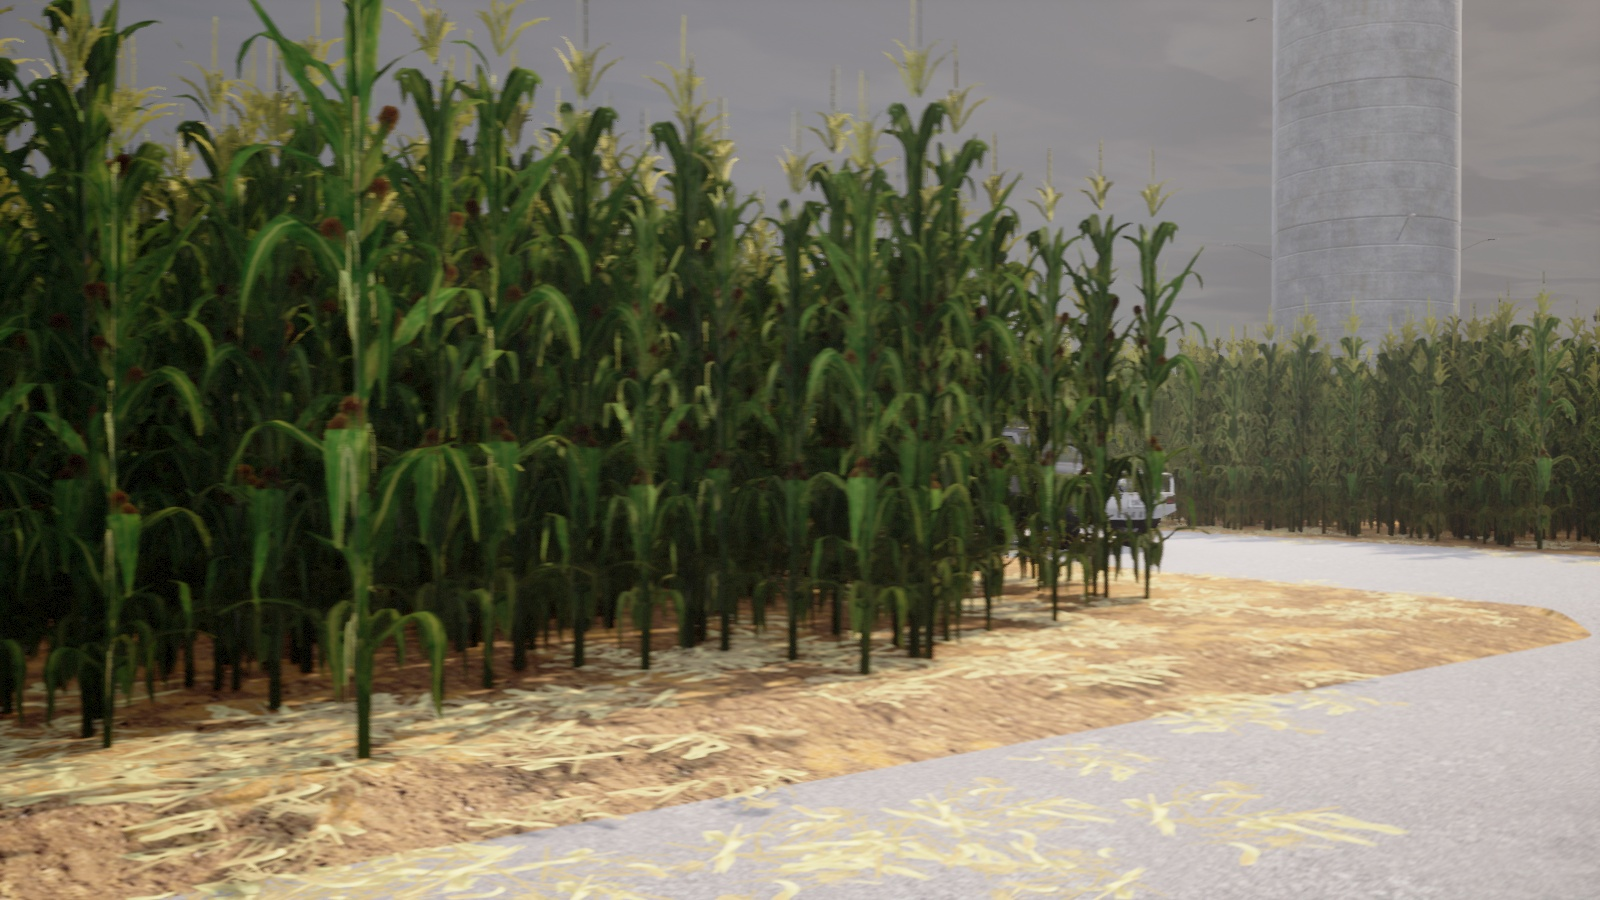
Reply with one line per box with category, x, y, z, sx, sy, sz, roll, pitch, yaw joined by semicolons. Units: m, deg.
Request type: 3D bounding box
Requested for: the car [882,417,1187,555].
car;3.447;0.503;19.338;1.932;1.855;4.605;0;0;-34
